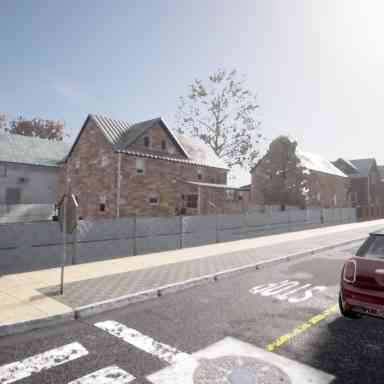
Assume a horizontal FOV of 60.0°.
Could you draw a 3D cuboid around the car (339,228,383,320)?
[{"bbox_3d":[4.753,1.456,6.720,2.097,1.767,4.553,-2,-2,44],"label":"car"}]
